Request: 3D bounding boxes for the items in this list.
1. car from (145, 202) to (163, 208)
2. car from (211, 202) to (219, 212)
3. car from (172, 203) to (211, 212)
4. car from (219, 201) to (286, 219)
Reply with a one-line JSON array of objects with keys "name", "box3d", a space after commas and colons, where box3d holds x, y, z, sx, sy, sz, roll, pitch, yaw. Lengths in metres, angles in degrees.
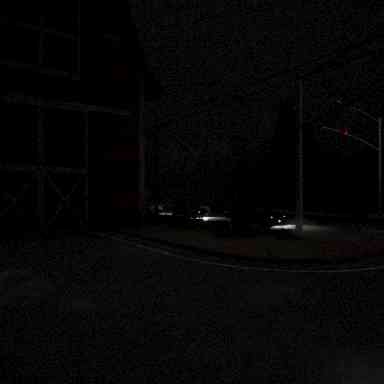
[{"name": "car", "box3d": [-5.404, 1.867, 41.044, 1.895, 1.301, 4.718, 0, 0, -34]}, {"name": "car", "box3d": [3.474, 1.726, 34.647, 1.837, 1.490, 4.892, 0, 0, -34]}, {"name": "car", "box3d": [-0.417, 1.784, 33.781, 1.994, 1.385, 4.181, 0, 0, -34]}, {"name": "car", "box3d": [4.805, 1.720, 26.171, 2.033, 1.411, 5.357, 0, 0, -34]}]
